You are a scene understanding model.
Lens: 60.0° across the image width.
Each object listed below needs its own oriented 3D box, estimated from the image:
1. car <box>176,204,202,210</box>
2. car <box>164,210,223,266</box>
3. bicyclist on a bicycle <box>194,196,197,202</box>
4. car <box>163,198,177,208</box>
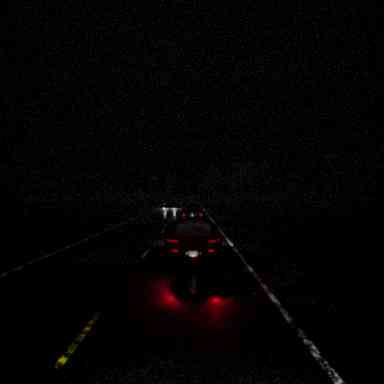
[{"bbox_3d":[0.048,1.702,26.320,2.033,1.411,5.357,0,0,0],"label":"car"},{"bbox_3d":[0.052,1.594,11.763,1.812,1.442,4.674,0,0,0],"label":"car"},{"bbox_3d":[0.975,2.003,92.227,0.866,1.612,1.509,0,0,0],"label":"bicyclist on a bicycle"},{"bbox_3d":[-3.555,1.834,54.809,1.837,1.490,4.892,0,-1,0],"label":"car"}]
